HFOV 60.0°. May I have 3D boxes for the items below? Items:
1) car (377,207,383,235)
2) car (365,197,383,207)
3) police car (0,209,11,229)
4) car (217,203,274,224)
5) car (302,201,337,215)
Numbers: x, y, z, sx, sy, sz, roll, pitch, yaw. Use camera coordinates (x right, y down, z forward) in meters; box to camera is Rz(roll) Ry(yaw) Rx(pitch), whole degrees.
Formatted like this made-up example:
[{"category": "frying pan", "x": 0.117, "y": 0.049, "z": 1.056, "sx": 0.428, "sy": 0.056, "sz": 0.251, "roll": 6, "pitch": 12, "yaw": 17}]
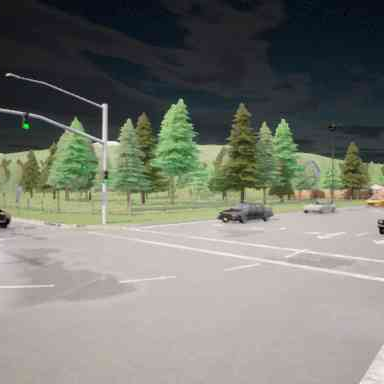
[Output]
[{"category": "car", "x": 11.628, "y": 1.600, "z": 17.977, "sx": 1.895, "sy": 1.301, "sz": 4.718, "roll": 0, "pitch": 0, "yaw": 44}, {"category": "car", "x": 27.061, "y": 1.477, "z": 48.867, "sx": 1.882, "sy": 1.535, "sz": 5.008, "roll": 0, "pitch": 0, "yaw": 45}, {"category": "police car", "x": -13.267, "y": 1.470, "z": 20.643, "sx": 4.974, "sy": 1.542, "sz": 2.038, "roll": 0, "pitch": 2, "yaw": 38}, {"category": "car", "x": 4.227, "y": 1.547, "z": 25.432, "sx": 2.033, "sy": 1.411, "sz": 5.357, "roll": 0, "pitch": 0, "yaw": 44}, {"category": "car", "x": 13.364, "y": 1.601, "z": 34.841, "sx": 1.895, "sy": 1.301, "sz": 4.718, "roll": 0, "pitch": 0, "yaw": 44}]
